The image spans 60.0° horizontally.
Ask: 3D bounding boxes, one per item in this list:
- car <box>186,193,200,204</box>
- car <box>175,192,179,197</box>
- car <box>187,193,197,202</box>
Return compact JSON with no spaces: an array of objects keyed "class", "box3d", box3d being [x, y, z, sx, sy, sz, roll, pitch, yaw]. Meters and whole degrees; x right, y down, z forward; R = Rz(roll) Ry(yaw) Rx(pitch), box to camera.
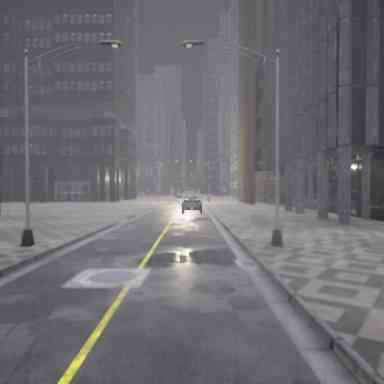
[{"class":"car","box3d":[-0.001,1.114,29.779,2.128,1.511,4.902,0,0,0]},{"class":"car","box3d":[-3.006,1.054,77.624,1.895,1.301,4.718,0,0,0]},{"class":"car","box3d":[-0.004,0.989,60.719,1.837,1.490,4.892,0,0,0]}]
